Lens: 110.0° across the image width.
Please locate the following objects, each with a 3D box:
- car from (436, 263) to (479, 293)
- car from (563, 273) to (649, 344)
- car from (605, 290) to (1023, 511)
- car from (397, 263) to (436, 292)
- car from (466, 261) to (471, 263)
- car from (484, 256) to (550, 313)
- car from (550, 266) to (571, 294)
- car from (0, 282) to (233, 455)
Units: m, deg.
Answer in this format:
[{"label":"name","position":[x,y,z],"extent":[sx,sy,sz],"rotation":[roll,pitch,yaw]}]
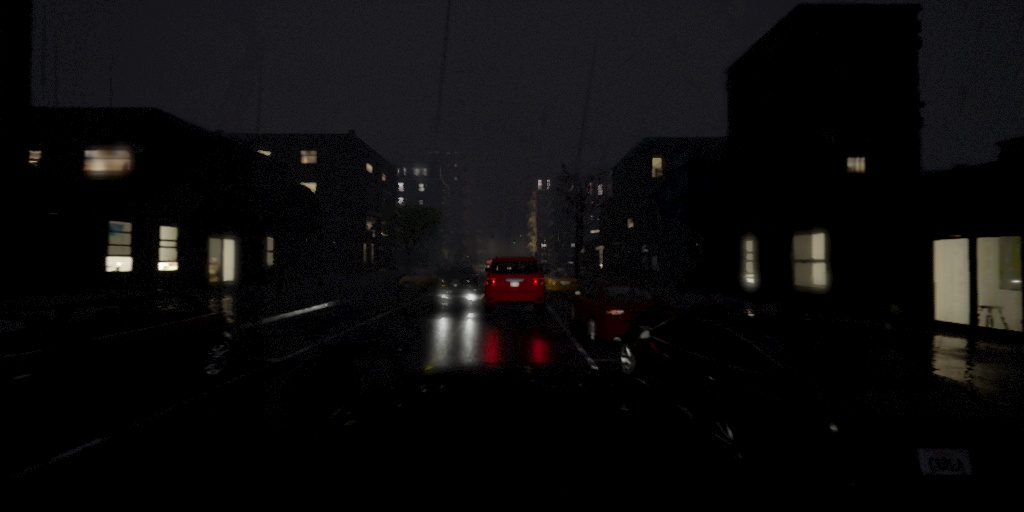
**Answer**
[{"label":"car","position":[-3.099,1.363,22.064],"extent":[1.837,1.490,4.892],"rotation":[0,0,0]},{"label":"car","position":[2.700,1.337,9.539],"extent":[1.888,1.381,4.507],"rotation":[0,0,0]},{"label":"car","position":[2.692,1.330,4.312],"extent":[1.948,1.339,4.313],"rotation":[0,0,0]},{"label":"car","position":[-5.757,1.386,22.388],"extent":[1.751,1.417,4.829],"rotation":[0,0,0]},{"label":"car","position":[-5.816,1.422,44.442],"extent":[1.967,1.591,4.097],"rotation":[0,0,0]},{"label":"car","position":[0.096,1.038,14.462],"extent":[2.150,2.045,5.566],"rotation":[0,0,0]},{"label":"car","position":[2.753,1.376,20.775],"extent":[1.751,1.417,4.829],"rotation":[0,0,0]},{"label":"car","position":[-5.688,1.203,4.314],"extent":[1.967,1.591,4.097],"rotation":[0,0,0]}]
